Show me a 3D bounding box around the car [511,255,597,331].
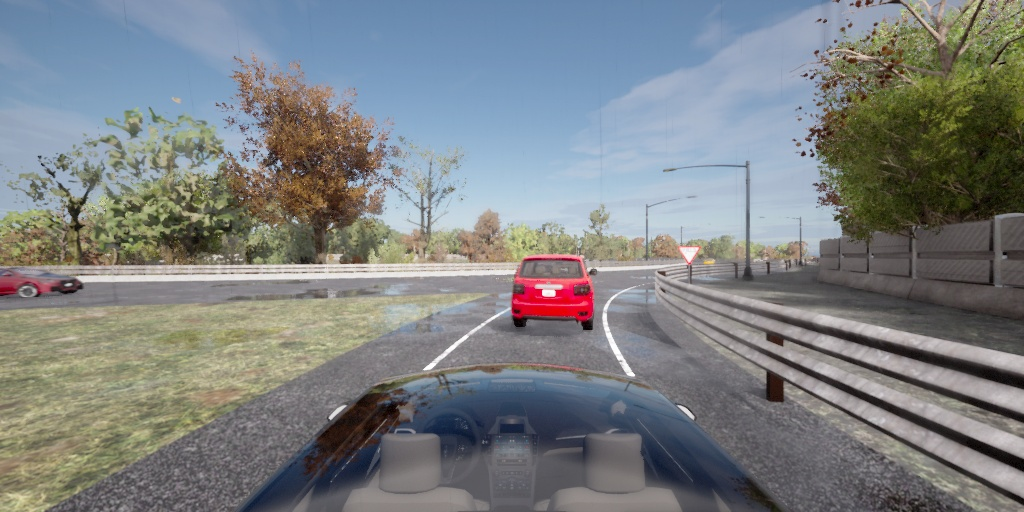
[{"bbox_3d":[1.450,0.978,11.266,2.150,2.045,5.566,0,0,12],"label":"car"}]

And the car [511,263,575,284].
[{"bbox_3d":[2.433,1.291,27.774,4.674,1.442,1.812,0,0,-29],"label":"car"}]

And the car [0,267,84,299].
[{"bbox_3d":[-24.006,1.254,17.437,4.181,1.385,1.994,0,0,-11],"label":"car"}]
